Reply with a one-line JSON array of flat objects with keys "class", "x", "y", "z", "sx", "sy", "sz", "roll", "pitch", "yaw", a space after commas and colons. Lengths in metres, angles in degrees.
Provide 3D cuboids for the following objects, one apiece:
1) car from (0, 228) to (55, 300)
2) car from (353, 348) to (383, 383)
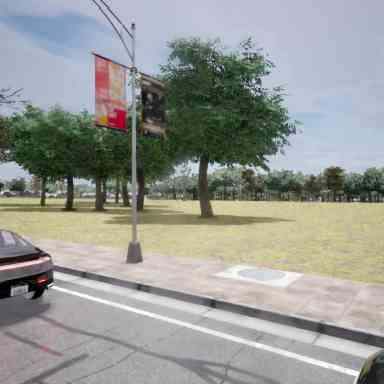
[{"class": "car", "x": -4.974, "y": 1.515, "z": 7.209, "sx": 4.902, "sy": 1.511, "sz": 2.128, "roll": 0, "pitch": 0, "yaw": 36}, {"class": "car", "x": 3.298, "y": 1.493, "z": 1.322, "sx": 4.902, "sy": 1.511, "sz": 2.128, "roll": 0, "pitch": 0, "yaw": 36}]
